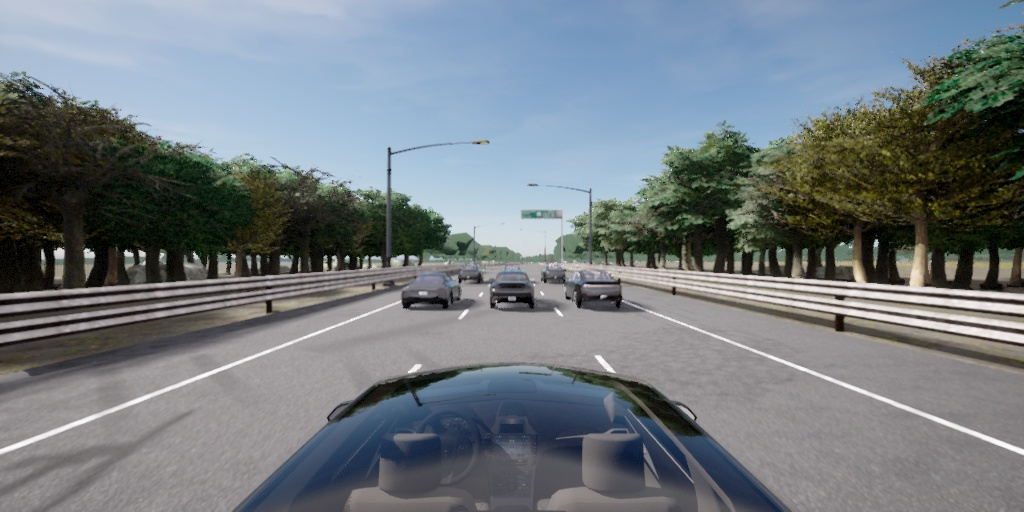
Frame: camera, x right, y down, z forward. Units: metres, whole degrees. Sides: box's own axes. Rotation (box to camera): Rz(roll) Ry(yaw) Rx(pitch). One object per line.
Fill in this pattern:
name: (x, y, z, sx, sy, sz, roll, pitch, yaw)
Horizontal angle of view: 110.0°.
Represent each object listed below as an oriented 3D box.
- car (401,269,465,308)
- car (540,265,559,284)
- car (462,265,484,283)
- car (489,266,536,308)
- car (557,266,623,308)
car: (-3.492, 1.456, 16.112, 1.994, 1.385, 4.181, 0, -1, 0)
car: (3.511, 1.542, 31.146, 2.128, 1.511, 4.902, 0, -1, 0)
car: (-3.489, 1.542, 31.156, 2.128, 1.511, 4.902, 0, -1, 0)
car: (0.007, 1.400, 16.155, 1.837, 1.490, 4.892, 0, 0, 0)
car: (3.507, 1.385, 16.151, 2.128, 1.511, 4.902, 0, 0, 0)
